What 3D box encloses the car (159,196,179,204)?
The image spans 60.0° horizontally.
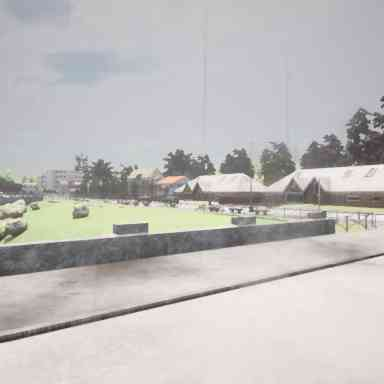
[{"bbox_3d":[-4.211,1.491,60.696,2.128,1.511,4.902,0,0,-35],"label":"car"}]

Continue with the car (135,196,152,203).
[{"bbox_3d":[-10.097,1.502,68.969,1.837,1.490,4.892,0,0,-35],"label":"car"}]
